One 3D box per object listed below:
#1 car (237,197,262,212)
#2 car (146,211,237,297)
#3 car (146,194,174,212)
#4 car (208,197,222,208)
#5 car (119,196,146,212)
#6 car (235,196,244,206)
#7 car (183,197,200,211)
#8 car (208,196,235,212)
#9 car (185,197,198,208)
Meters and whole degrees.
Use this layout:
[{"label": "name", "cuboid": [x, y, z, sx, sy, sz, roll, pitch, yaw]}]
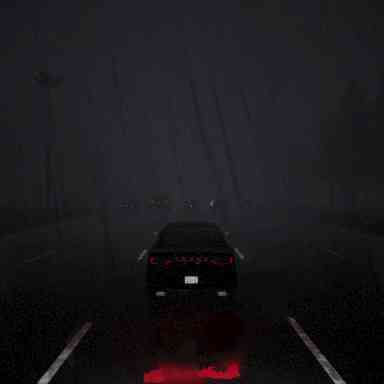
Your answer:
[{"label": "car", "cuboid": [6.924, 1.564, 39.257, 1.994, 1.385, 4.181, 0, 0, 0]}, {"label": "car", "cuboid": [-0.016, 1.478, 8.636, 1.882, 1.535, 5.008, 0, 0, 0]}, {"label": "car", "cuboid": [-3.577, 1.221, 38.695, 2.150, 2.045, 5.566, 0, 0, 0]}, {"label": "car", "cuboid": [3.404, 1.526, 49.294, 1.812, 1.442, 4.674, 0, 0, 0]}, {"label": "car", "cuboid": [-7.077, 1.547, 38.626, 2.033, 1.411, 5.357, 0, 0, 0]}, {"label": "car", "cuboid": [6.903, 1.352, 49.233, 2.097, 1.767, 4.553, 0, 0, 0]}, {"label": "car", "cuboid": [-0.073, 1.564, 39.453, 1.994, 1.385, 4.181, 0, 0, 0]}, {"label": "car", "cuboid": [3.426, 1.491, 39.079, 2.128, 1.511, 4.902, 0, 0, 0]}, {"label": "car", "cuboid": [-0.095, 1.505, 49.458, 1.837, 1.490, 4.892, 0, 0, 0]}]
